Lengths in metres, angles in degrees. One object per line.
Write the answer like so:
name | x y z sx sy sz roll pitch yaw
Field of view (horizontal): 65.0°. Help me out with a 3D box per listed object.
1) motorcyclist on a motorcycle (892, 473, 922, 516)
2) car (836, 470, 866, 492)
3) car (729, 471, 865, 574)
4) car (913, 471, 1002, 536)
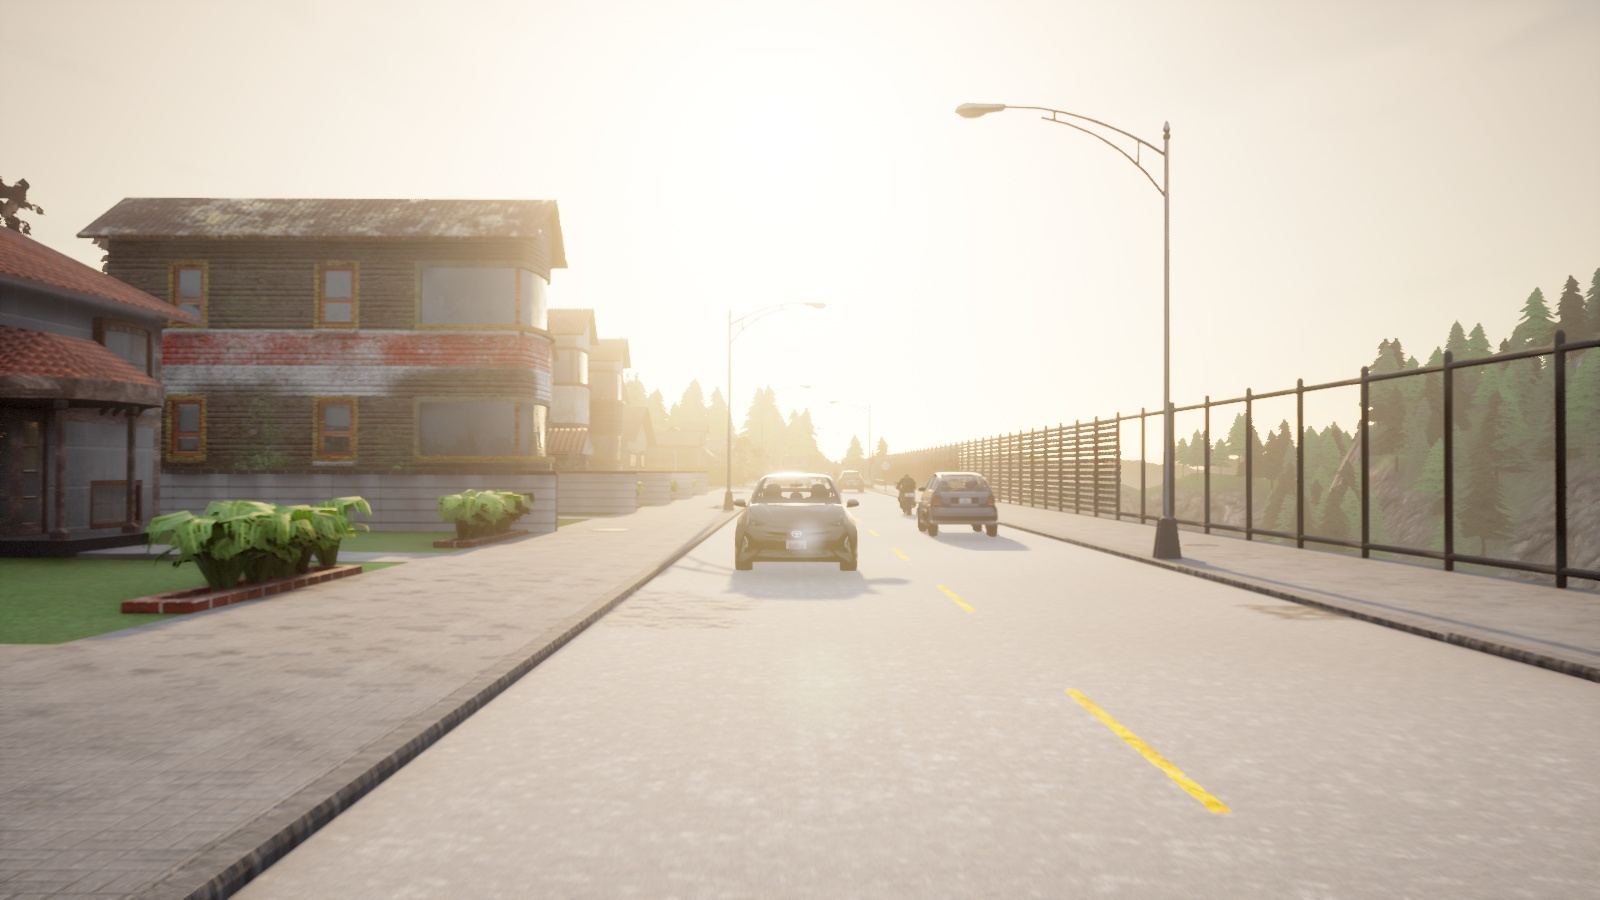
motorcyclist on a motorcycle | 3.889 1.600 45.755 0.866 1.530 2.191 0 -1 0
car | 3.772 2.305 94.080 2.033 1.649 4.856 0 -1 0
car | -0.051 1.113 20.967 2.007 1.525 4.514 0 -1 0
car | 3.923 1.310 31.785 1.789 1.549 3.705 0 -1 0
